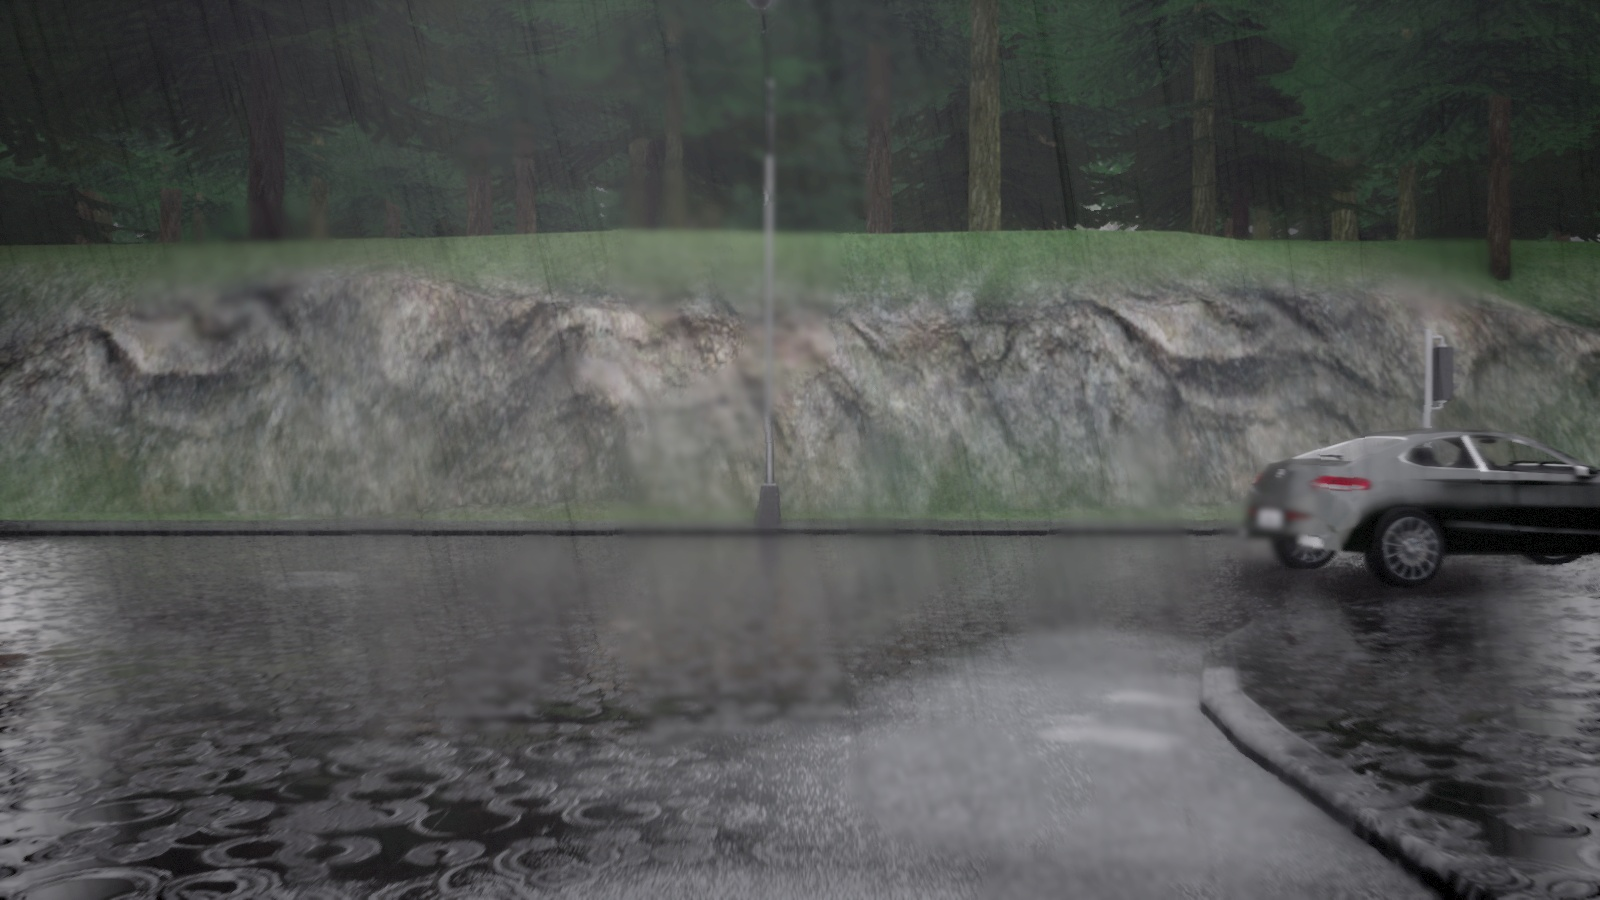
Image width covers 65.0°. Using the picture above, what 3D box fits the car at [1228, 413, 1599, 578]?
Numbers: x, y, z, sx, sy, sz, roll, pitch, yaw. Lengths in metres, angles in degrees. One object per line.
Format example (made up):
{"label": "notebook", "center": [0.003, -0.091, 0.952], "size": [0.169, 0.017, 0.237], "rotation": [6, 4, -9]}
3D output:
{"label": "car", "center": [7.672, 0.452, 14.078], "size": [5.027, 1.651, 2.152], "rotation": [0, 0, -10]}
